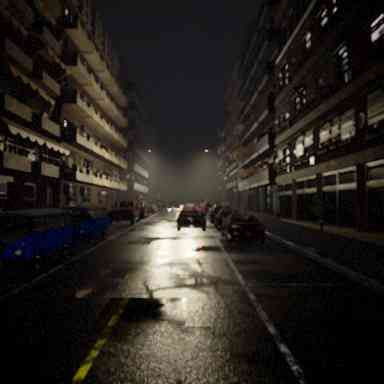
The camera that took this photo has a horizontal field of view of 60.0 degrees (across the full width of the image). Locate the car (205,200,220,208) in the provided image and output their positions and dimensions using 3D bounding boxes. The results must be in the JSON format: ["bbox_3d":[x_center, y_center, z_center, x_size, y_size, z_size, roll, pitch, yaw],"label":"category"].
[{"bbox_3d":[2.390,1.759,27.818,1.967,1.590,4.097,1,-1,0],"label":"car"}]

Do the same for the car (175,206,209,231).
[{"bbox_3d":[-0.069,1.862,22.685,1.895,1.301,4.718,0,-1,-1],"label":"car"}]

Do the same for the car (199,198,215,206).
[{"bbox_3d":[2.267,1.773,38.880,2.192,1.841,5.009,1,-1,0],"label":"car"}]

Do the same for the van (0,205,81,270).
[{"bbox_3d":[-5.368,1.477,11.228,1.690,1.788,3.998,1,-1,0],"label":"van"}]

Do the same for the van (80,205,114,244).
[{"bbox_3d":[-5.411,1.542,16.759,1.690,1.788,3.998,1,-1,0],"label":"van"}]

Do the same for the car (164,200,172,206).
[{"bbox_3d":[-5.925,2.685,83.116,1.802,1.307,4.206,1,-1,0],"label":"car"}]

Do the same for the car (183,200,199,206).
[{"bbox_3d":[-0.215,2.068,42.096,1.994,1.385,4.181,0,-1,0],"label":"car"}]

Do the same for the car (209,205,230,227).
[{"bbox_3d":[2.423,1.796,22.285,1.887,1.381,4.507,1,-1,0],"label":"car"}]

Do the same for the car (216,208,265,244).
[{"bbox_3d":[2.465,1.730,16.756,1.887,1.381,4.507,1,-1,0],"label":"car"}]

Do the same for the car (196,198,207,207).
[{"bbox_3d":[2.012,2.233,72.064,2.192,1.841,5.009,1,-1,0],"label":"car"}]

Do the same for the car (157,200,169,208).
[{"bbox_3d":[-5.797,2.397,66.525,1.887,1.381,4.507,1,-1,0],"label":"car"}]

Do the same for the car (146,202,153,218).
[{"bbox_3d":[-5.537,1.719,33.349,2.192,1.841,5.009,1,-1,0],"label":"car"}]

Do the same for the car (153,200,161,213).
[{"bbox_3d":[-5.627,2.111,44.407,1.947,1.339,4.313,1,-1,0],"label":"car"}]

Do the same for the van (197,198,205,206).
[{"bbox_3d":[1.969,2.343,77.595,1.690,1.788,3.998,1,-1,0],"label":"van"}]

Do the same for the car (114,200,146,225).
[{"bbox_3d":[-5.495,1.650,27.819,2.192,1.841,5.009,1,-1,0],"label":"car"}]

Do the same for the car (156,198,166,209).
[{"bbox_3d":[-5.749,2.088,60.998,2.192,1.841,5.009,1,-1,0],"label":"car"}]

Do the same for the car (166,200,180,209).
[{"bbox_3d":[-3.200,2.290,60.160,1.812,1.442,4.674,0,-1,0],"label":"car"}]
